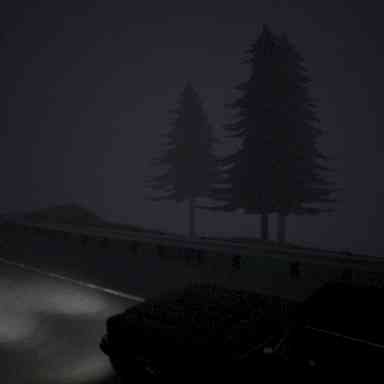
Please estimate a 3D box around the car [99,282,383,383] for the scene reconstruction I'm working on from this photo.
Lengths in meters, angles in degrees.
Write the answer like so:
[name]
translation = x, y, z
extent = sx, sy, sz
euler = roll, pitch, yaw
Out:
[car]
translation = 1.300, 1.599, 3.118
extent = 4.718, 1.301, 1.895
euler = 0, 0, 36
